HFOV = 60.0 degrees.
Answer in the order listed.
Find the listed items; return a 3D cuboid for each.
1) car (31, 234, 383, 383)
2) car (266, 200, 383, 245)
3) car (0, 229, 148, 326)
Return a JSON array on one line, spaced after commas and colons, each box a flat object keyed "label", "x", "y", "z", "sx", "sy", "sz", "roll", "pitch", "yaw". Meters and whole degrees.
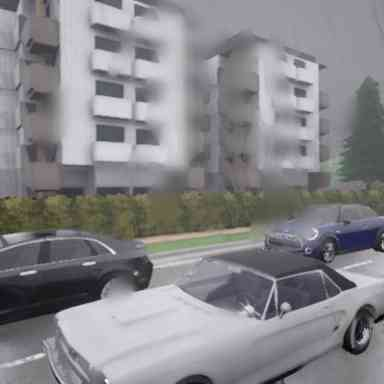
[{"label": "car", "x": 0.662, "y": 1.556, "z": 4.417, "sx": 4.718, "sy": 1.301, "sz": 1.895, "roll": -1, "pitch": 1, "yaw": -36}, {"label": "car", "x": 4.616, "y": 1.198, "z": 11.285, "sx": 4.553, "sy": 1.767, "sz": 2.097, "roll": -1, "pitch": 1, "yaw": -32}, {"label": "car", "x": -3.063, "y": 1.494, "z": 6.023, "sx": 4.892, "sy": 1.490, "sz": 1.837, "roll": -1, "pitch": 0, "yaw": -36}]
